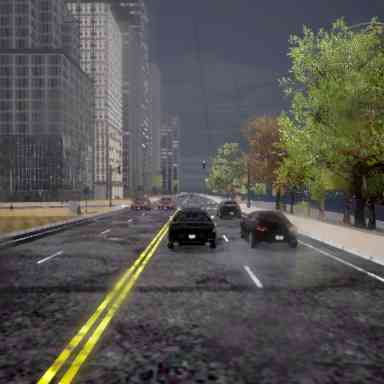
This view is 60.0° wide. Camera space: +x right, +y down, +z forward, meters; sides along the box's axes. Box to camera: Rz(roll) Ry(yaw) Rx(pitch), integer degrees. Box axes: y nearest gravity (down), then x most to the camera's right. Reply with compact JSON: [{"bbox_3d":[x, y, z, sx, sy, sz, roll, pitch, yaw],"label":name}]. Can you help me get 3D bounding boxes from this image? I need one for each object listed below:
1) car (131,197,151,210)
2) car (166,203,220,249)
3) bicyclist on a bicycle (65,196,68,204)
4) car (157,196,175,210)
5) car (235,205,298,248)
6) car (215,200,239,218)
[{"bbox_3d":[-6.500,1.404,42.682,2.097,1.767,4.553,0,0,0],"label":"car"},{"bbox_3d":[0.000,1.482,14.652,1.882,1.535,5.008,0,0,0],"label":"car"},{"bbox_3d":[-24.649,1.586,65.399,0.582,1.620,1.656,-1,1,0],"label":"bicyclist on a bicycle"},{"bbox_3d":[-3.250,1.404,42.682,2.097,1.767,4.553,0,0,0],"label":"car"},{"bbox_3d":[3.251,1.531,14.652,1.812,1.442,4.674,0,0,0],"label":"car"},{"bbox_3d":[3.251,1.515,29.652,1.837,1.490,4.892,0,0,0],"label":"car"}]
